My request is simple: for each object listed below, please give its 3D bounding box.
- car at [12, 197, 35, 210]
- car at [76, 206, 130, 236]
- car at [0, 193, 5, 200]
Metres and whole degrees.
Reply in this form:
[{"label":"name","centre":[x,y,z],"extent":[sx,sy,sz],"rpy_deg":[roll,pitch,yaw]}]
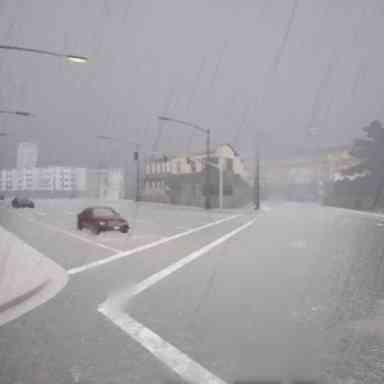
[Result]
[{"label":"car","centre":[-20.383,1.282,40.048],"extent":[2.033,1.411,5.357],"rpy_deg":[1,1,-36]},{"label":"car","centre":[-5.259,1.580,19.188],"extent":[1.812,1.442,4.674],"rpy_deg":[1,0,-36]},{"label":"car","centre":[-35.696,0.813,61.172],"extent":[1.994,1.385,4.181],"rpy_deg":[1,0,-36]}]
